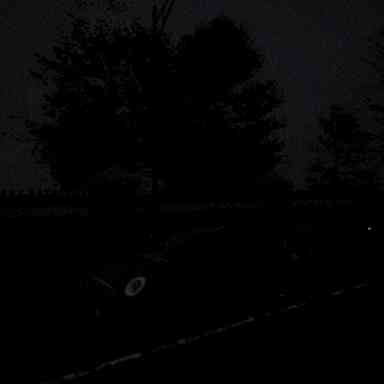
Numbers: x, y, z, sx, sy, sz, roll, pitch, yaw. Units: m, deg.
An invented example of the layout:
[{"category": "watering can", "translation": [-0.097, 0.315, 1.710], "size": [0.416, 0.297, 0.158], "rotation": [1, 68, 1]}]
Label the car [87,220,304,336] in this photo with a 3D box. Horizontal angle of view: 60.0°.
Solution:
[{"category": "car", "translation": [0.070, 1.441, 6.608], "size": [4.097, 1.590, 1.967], "rotation": [0, 0, -36]}]

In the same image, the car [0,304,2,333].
[{"category": "car", "translation": [-4.512, 1.545, 3.340], "size": [4.507, 1.381, 1.887], "rotation": [0, 0, -36]}]

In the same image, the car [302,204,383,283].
[{"category": "car", "translation": [4.653, 1.318, 9.879], "size": [5.009, 1.841, 2.192], "rotation": [0, 0, -36]}]
